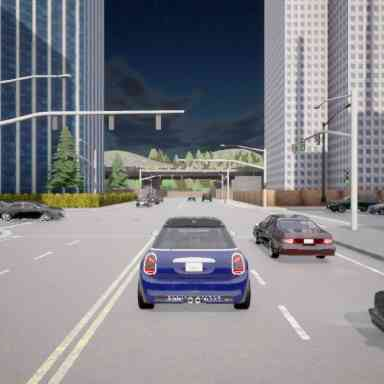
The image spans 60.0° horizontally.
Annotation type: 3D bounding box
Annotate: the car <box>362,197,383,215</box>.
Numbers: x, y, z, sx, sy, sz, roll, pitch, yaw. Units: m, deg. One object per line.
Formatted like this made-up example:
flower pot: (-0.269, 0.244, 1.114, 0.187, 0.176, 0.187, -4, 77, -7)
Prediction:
car: (19.992, 1.526, 33.099, 4.674, 1.442, 1.812, 0, 0, 0)

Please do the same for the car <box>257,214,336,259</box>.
car: (3.599, 1.547, 12.648, 2.033, 1.411, 5.357, 0, 0, 1)

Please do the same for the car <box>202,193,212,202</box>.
car: (3.435, 1.202, 77.740, 2.150, 2.045, 5.566, 0, 0, 0)

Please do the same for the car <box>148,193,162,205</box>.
car: (-7.122, 1.221, 59.653, 2.150, 2.045, 5.566, 0, 0, 0)

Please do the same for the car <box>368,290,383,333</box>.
car: (3.599, 1.547, 2.580, 2.033, 1.411, 5.357, 0, 0, 0)

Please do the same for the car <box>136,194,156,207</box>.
car: (-7.137, 1.491, 49.786, 2.128, 1.511, 4.902, 0, 0, 0)

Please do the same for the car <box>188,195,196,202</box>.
car: (-0.065, 1.501, 77.708, 1.812, 1.442, 4.674, 0, 0, 0)

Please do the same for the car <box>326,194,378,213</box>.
car: (17.813, 1.221, 36.631, 5.566, 2.045, 2.150, 0, 0, 0)

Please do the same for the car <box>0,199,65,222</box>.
car: (-12.362, 1.492, 25.588, 4.902, 1.511, 2.128, 0, 0, -1)

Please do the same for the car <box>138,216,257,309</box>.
car: (0.053, 1.352, 8.018, 2.097, 1.767, 4.553, 0, 0, 0)
